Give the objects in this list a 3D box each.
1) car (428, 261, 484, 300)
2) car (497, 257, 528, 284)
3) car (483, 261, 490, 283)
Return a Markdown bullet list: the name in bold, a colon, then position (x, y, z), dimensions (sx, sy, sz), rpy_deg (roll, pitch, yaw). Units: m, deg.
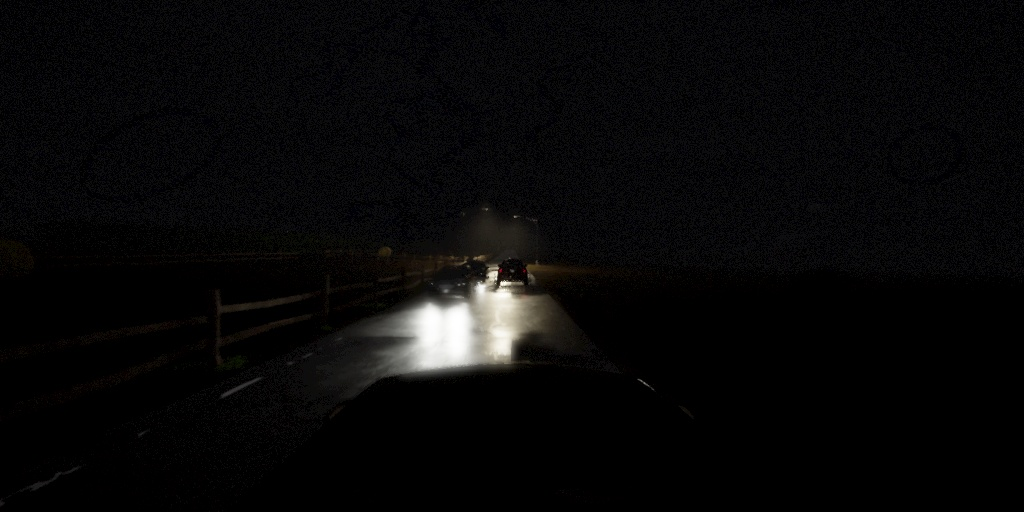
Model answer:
- **car**: position (-2.764, 1.204, 17.554), dimensions (2.128, 1.511, 4.902), rpy_deg (0, 0, 0)
- **car**: position (0.050, 0.986, 25.620), dimensions (2.097, 1.767, 4.553), rpy_deg (0, 1, 1)
- **car**: position (-2.743, 1.126, 26.747), dimensions (1.837, 1.490, 4.892), rpy_deg (0, 1, 0)
